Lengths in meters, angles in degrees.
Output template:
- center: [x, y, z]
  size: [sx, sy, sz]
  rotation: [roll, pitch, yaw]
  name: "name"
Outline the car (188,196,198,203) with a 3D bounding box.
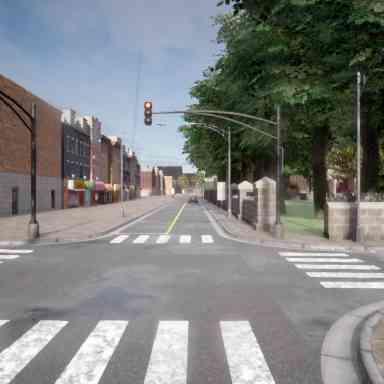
- center: [0.198, 1.507, 66.112]
  size: [2.033, 1.411, 5.357]
  rotation: [0, 0, 0]
  name: "car"
